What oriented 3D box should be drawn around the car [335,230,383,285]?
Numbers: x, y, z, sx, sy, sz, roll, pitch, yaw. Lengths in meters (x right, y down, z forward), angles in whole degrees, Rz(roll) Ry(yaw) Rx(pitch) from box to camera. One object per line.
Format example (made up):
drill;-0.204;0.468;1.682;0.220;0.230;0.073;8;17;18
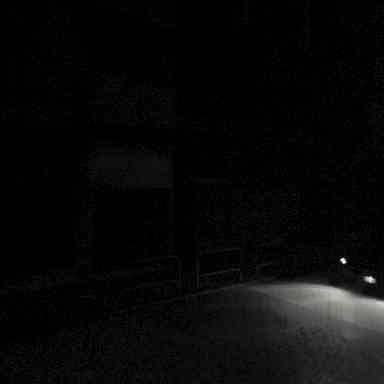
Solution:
car;6.131;1.570;8.933;5.357;1.411;2.033;0;0;-35
